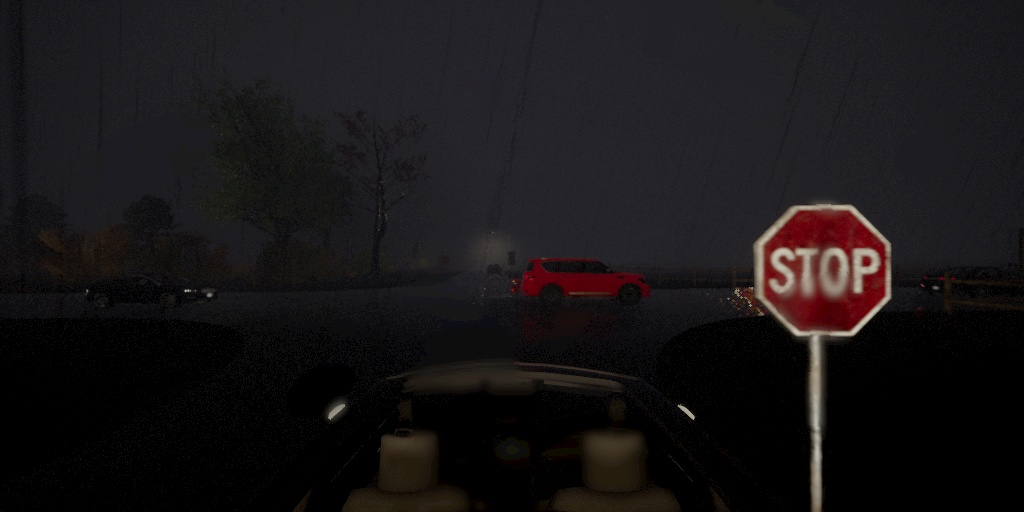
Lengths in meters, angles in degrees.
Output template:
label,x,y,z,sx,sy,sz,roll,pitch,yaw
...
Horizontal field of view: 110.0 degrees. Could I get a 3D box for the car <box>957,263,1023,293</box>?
label,x,y,z,sx,sy,sz,roll,pitch,yaw
car,28.963,1.202,20.357,4.902,1.511,2.128,0,0,-2

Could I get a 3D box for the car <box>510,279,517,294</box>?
label,x,y,z,sx,sy,sz,roll,pitch,yaw
car,1.989,1.475,19.701,4.181,1.385,1.994,0,0,-1

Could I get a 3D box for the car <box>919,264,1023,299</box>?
label,x,y,z,sx,sy,sz,roll,pitch,yaw
car,21.747,1.226,16.437,4.902,1.511,2.128,0,0,-2

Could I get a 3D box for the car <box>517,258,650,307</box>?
label,x,y,z,sx,sy,sz,roll,pitch,yaw
car,3.176,1.092,16.012,5.566,2.045,2.150,0,0,-1

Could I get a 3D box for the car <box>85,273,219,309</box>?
label,x,y,z,sx,sy,sz,roll,pitch,yaw
car,-15.905,1.500,16.009,4.902,1.511,2.128,0,0,1

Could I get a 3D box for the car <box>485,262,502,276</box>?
label,x,y,z,sx,sy,sz,roll,pitch,yaw
car,-2.290,1.796,46.437,2.033,1.411,5.357,0,-1,-4
